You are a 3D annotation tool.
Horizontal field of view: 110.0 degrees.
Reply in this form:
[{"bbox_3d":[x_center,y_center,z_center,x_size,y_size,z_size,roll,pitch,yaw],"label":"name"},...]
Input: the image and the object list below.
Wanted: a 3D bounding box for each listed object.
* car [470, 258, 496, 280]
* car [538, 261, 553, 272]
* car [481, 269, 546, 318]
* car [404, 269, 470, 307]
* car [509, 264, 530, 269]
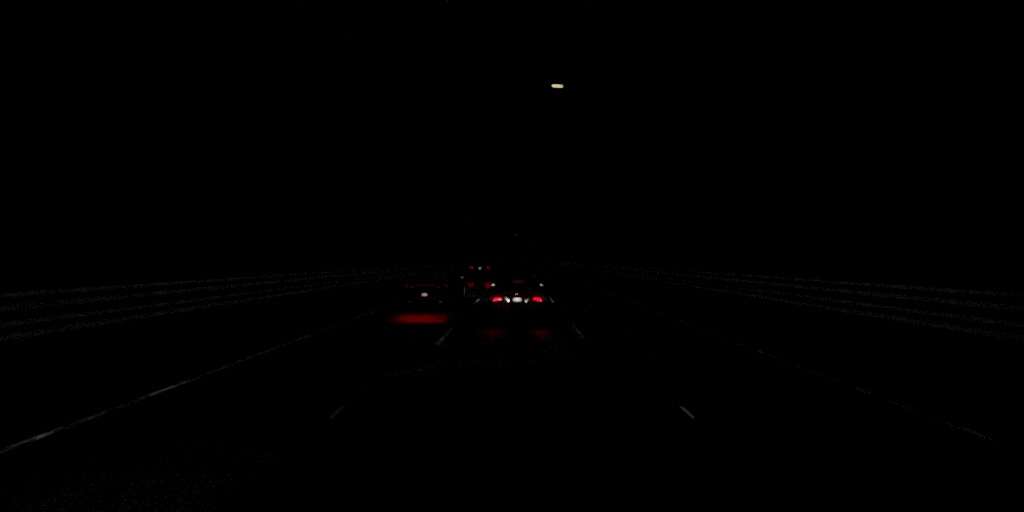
[{"bbox_3d":[-2.784,1.223,34.991,2.150,2.045,5.566,0,0,2],"label":"car"},{"bbox_3d":[5.068,1.808,55.792,1.994,1.385,4.181,0,-1,3],"label":"car"},{"bbox_3d":[0.194,1.371,13.245,2.033,1.411,5.357,0,0,1],"label":"car"},{"bbox_3d":[-3.263,1.318,15.999,1.882,1.535,5.008,0,0,1],"label":"car"},{"bbox_3d":[0.741,1.514,35.526,1.837,1.490,4.892,0,0,2],"label":"car"}]
